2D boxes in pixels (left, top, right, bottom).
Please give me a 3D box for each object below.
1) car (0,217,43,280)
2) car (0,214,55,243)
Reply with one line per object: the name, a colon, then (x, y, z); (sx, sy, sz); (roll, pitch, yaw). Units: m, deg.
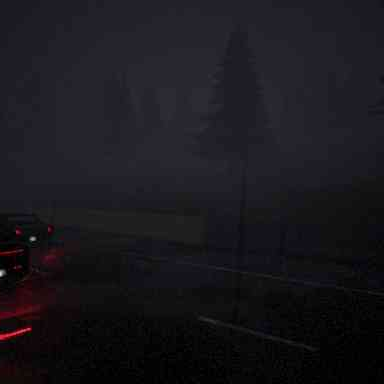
car: (-6.155, 1.548, 8.939); (4.892, 1.490, 1.837); (0, 0, 40)
car: (-8.326, 1.666, 15.375); (4.718, 1.301, 1.895); (0, 0, 41)
